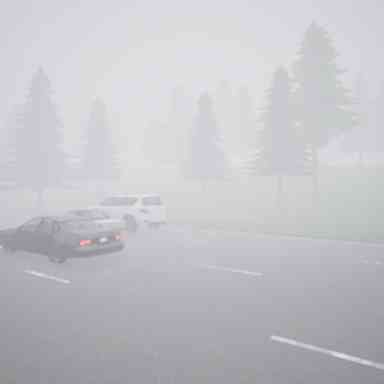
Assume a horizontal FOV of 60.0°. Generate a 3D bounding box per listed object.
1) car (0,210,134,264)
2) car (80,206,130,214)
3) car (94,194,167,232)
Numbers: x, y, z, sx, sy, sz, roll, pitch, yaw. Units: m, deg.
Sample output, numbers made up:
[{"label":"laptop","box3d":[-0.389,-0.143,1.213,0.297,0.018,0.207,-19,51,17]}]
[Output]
[{"label":"car","box3d":[-4.750,1.504,11.659,5.357,1.411,2.033,0,0,36]},{"label":"car","box3d":[-5.544,1.543,16.535,4.718,1.301,1.895,0,0,36]},{"label":"car","box3d":[-4.039,1.161,19.763,5.566,2.045,2.150,0,0,36]}]
